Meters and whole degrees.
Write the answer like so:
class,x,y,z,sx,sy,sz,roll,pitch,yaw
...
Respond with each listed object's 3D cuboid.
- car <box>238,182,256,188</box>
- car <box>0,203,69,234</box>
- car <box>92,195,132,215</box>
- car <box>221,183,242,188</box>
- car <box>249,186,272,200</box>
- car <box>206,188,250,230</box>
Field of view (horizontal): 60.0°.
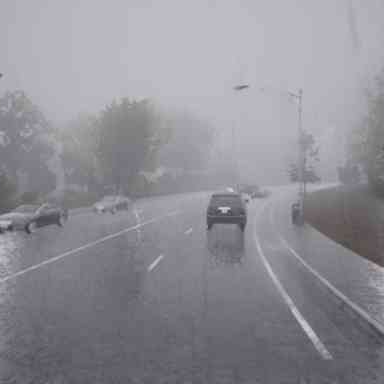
class,x,y,z,sx,sy,sz,roll,pitch,yaw
car,8.185,-0.492,49.764,2.150,2.045,5.566,0,3,27
car,-8.846,1.378,18.765,2.128,1.511,4.902,0,1,9
car,-6.812,1.052,28.819,2.128,1.511,4.902,0,2,13
car,4.091,0.196,40.261,2.097,1.767,4.553,0,3,22
car,8.990,0.210,42.842,1.895,1.301,4.718,0,3,24
car,2.222,1.030,20.167,2.150,2.045,5.566,0,2,11
